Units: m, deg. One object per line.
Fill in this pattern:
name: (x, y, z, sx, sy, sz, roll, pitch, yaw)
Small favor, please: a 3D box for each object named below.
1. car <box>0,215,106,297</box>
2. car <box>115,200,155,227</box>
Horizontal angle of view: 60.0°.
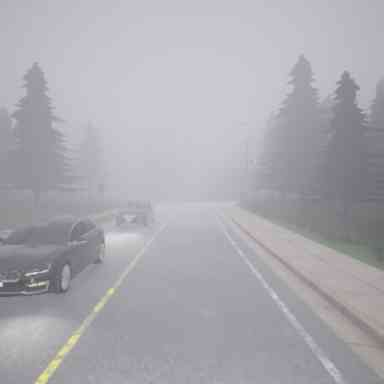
car: (-3.604, 1.425, 8.619, 1.837, 1.490, 4.892, 0, 1, 0)
car: (-3.499, 1.297, 21.190, 2.128, 1.511, 4.902, 0, 0, 1)
